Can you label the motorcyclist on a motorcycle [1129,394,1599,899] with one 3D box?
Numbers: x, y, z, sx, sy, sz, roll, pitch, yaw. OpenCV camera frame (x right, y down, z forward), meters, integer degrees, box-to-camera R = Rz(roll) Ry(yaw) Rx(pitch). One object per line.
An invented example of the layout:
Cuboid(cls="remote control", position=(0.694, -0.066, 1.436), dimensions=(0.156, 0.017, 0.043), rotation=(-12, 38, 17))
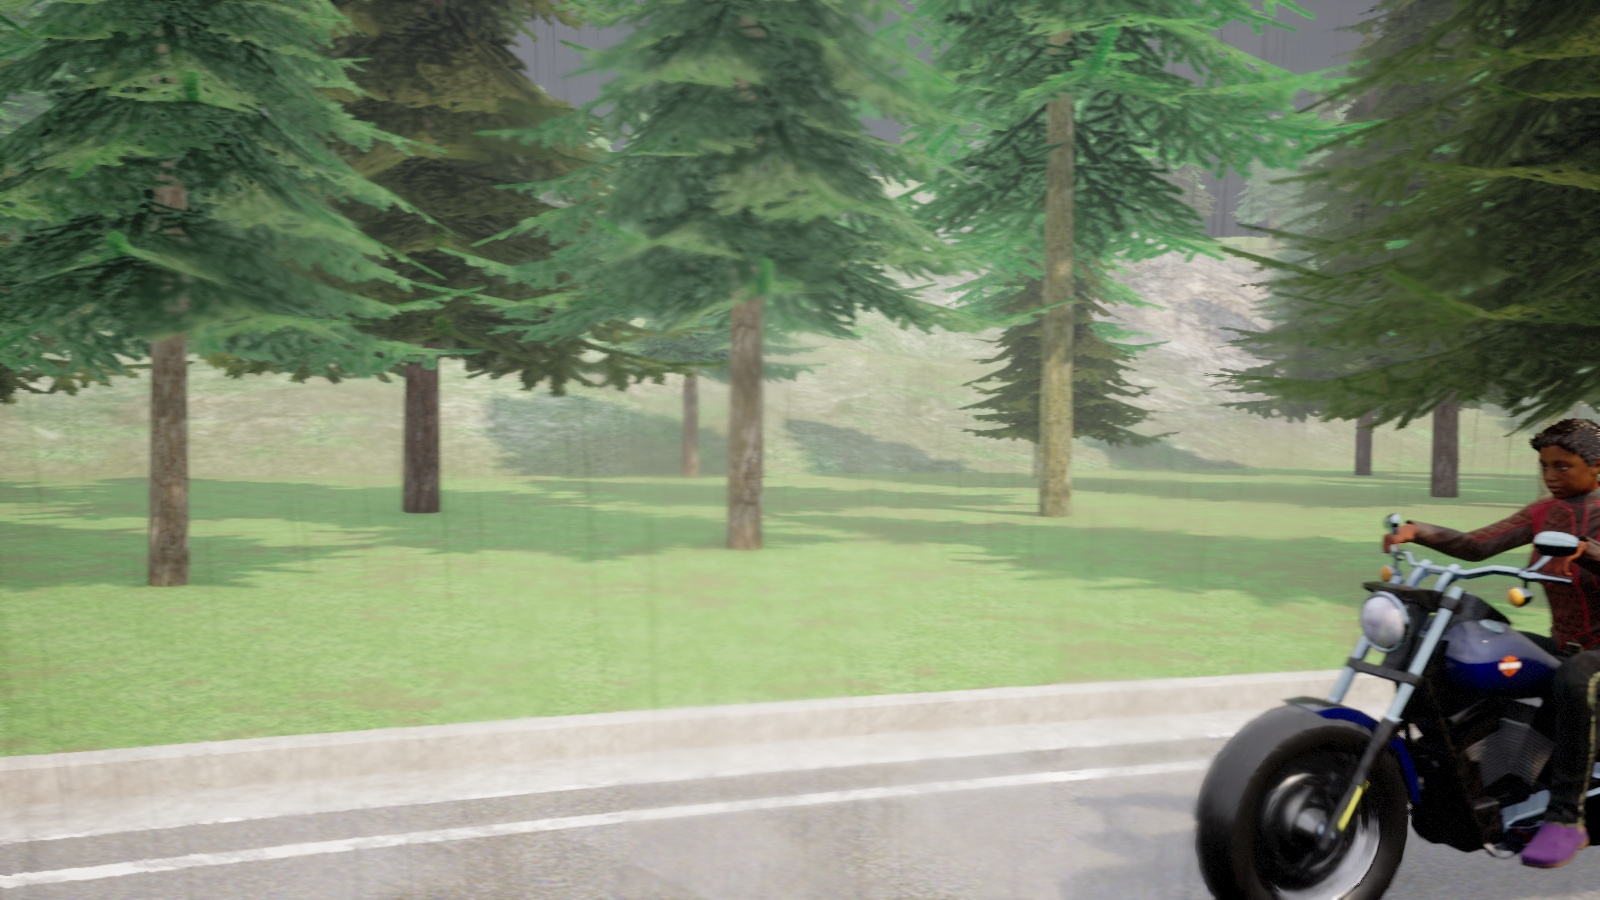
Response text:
Cuboid(cls="motorcyclist on a motorcycle", position=(2.314, 0.653, 4.073), dimensions=(2.350, 1.649, 0.766), rotation=(-1, 1, -17))
